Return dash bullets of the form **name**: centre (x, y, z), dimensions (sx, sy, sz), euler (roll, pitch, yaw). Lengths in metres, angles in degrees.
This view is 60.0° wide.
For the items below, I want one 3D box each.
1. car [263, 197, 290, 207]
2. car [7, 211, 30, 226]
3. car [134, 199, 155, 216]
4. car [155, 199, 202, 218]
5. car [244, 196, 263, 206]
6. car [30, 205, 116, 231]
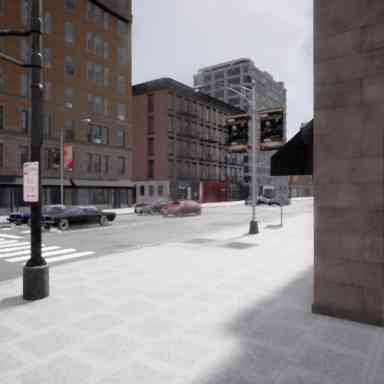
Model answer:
- **car**: centre (12.700, 1.345, 48.548), dimensions (2.033, 1.411, 5.357), euler (0, 0, 36)
- **car**: centre (-9.736, 1.550, 22.472), dimensions (1.895, 1.301, 4.718), euler (0, 0, 35)
- **car**: centre (-3.364, 1.394, 31.518), dimensions (2.128, 1.511, 4.902), euler (0, 0, 35)
- **car**: centre (-0.838, 1.423, 29.462), dimensions (1.812, 1.442, 4.674), euler (0, 0, 35)
- **car**: centre (9.488, 1.300, 49.654), dimensions (2.128, 1.511, 4.902), euler (0, 0, 36)
- **car**: centre (-7.081, 1.544, 20.599), dimensions (1.895, 1.301, 4.718), euler (0, 0, 35)
